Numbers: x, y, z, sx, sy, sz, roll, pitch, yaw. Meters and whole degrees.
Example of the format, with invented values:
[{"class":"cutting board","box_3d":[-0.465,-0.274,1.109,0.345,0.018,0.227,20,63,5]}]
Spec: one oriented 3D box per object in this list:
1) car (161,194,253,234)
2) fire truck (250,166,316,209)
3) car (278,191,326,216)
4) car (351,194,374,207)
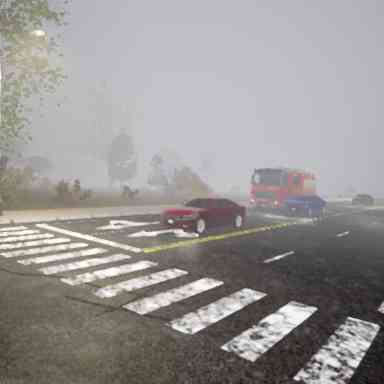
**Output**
[{"class":"car","box_3d":[0.685,0.946,15.706,1.882,1.535,5.008,5,3,39]},{"class":"fire truck","box_3d":[8.574,-0.377,30.473,2.891,3.827,8.468,5,3,39]},{"class":"car","box_3d":[8.908,0.957,25.960,1.882,1.535,5.008,5,3,39]},{"class":"car","box_3d":[21.092,1.006,41.040,1.837,1.490,4.892,5,2,39]}]
